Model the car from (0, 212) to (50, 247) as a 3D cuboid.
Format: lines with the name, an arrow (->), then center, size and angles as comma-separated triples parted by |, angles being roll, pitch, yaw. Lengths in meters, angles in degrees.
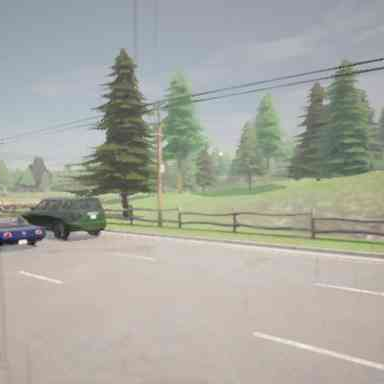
car -> -8.415, 1.672, 14.293 | 4.718, 1.301, 1.895 | 0, 0, 36

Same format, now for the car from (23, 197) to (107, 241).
car -> -6.914, 1.295, 17.522 | 5.566, 2.045, 2.150 | 0, 0, 36
